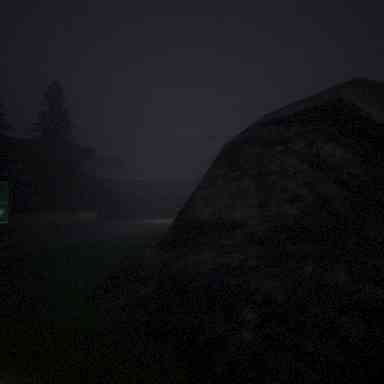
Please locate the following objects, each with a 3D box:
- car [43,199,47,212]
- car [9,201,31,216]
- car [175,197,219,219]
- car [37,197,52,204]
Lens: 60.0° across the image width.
[{"bbox_3d":[-18.705,1.924,36.508,2.242,1.667,4.611,0,0,36],"label":"car"},{"bbox_3d":[-16.701,1.715,29.664,1.905,1.878,3.866,0,0,36],"label":"car"},{"bbox_3d":[0.635,1.586,34.582,2.150,2.045,5.566,0,0,37],"label":"car"},{"bbox_3d":[-36.345,2.057,82.006,3.633,1.501,1.845,0,0,36],"label":"car"}]
